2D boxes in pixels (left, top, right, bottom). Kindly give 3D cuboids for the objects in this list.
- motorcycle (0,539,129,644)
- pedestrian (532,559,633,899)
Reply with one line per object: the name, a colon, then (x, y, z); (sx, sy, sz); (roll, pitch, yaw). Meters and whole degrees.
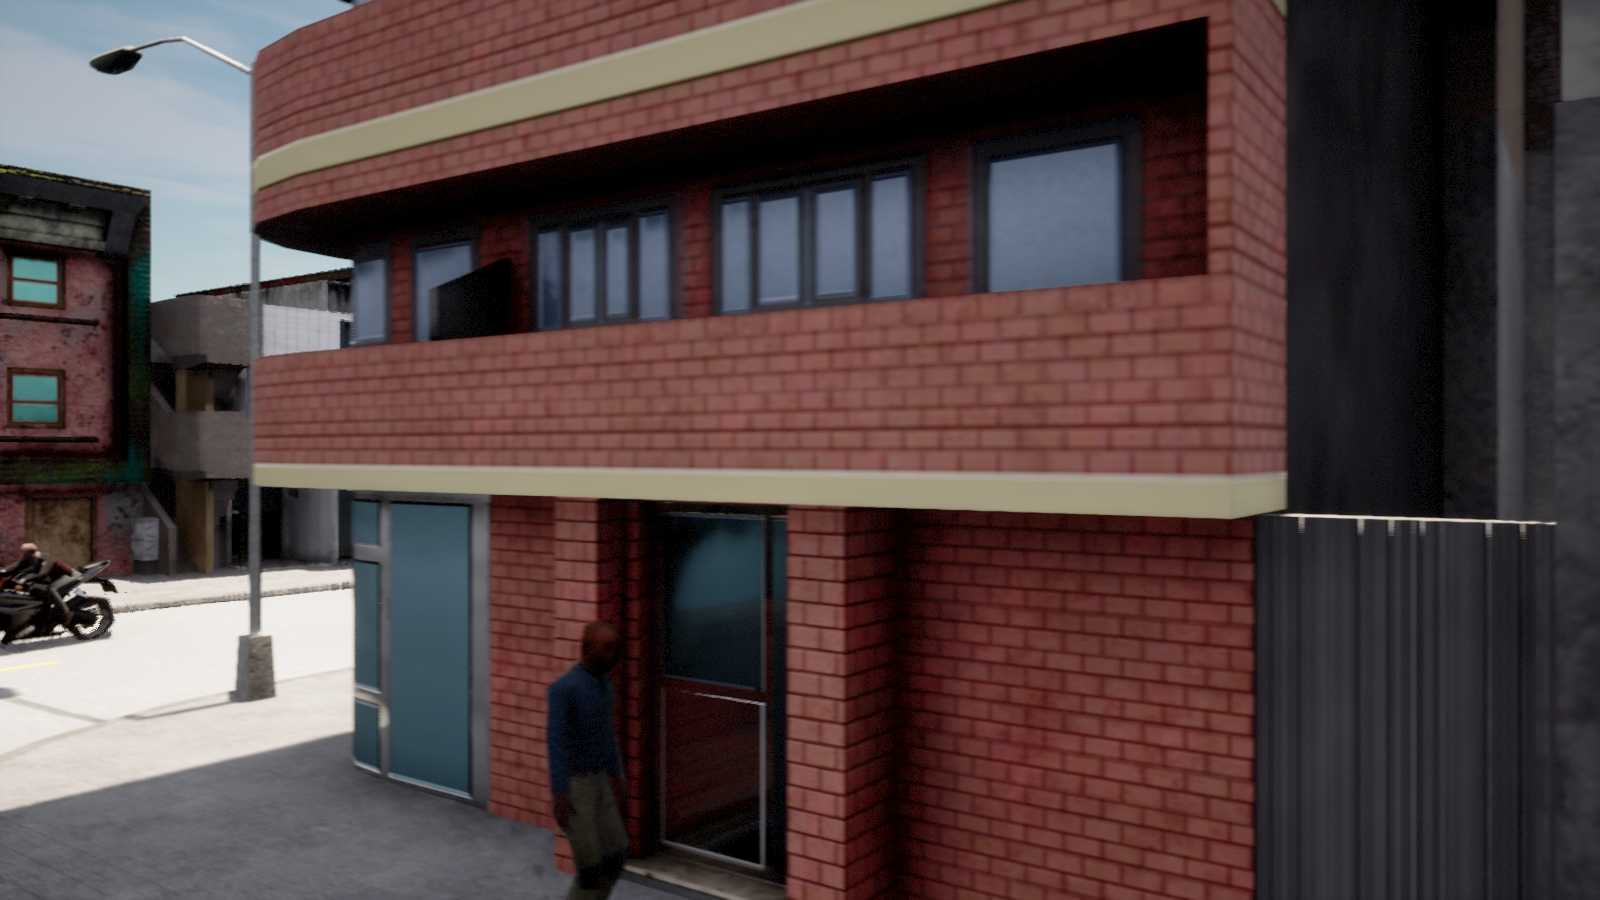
motorcycle: (-10.863, 1.985, 16.187); (0.867, 1.251, 2.209); (0, 0, 28)
pedestrian: (-1.131, 1.524, 5.969); (0.375, 1.860, 0.375); (0, 0, 21)
